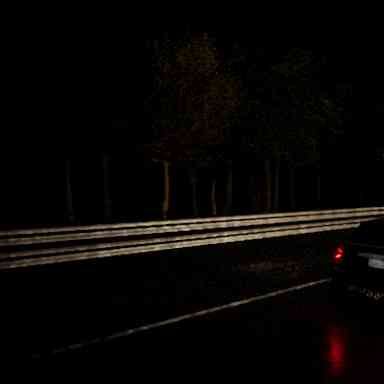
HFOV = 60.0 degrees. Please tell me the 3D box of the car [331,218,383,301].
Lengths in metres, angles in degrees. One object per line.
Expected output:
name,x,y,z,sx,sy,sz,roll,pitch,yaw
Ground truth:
car,5.080,1.299,7.183,4.553,1.767,2.097,0,0,-34
